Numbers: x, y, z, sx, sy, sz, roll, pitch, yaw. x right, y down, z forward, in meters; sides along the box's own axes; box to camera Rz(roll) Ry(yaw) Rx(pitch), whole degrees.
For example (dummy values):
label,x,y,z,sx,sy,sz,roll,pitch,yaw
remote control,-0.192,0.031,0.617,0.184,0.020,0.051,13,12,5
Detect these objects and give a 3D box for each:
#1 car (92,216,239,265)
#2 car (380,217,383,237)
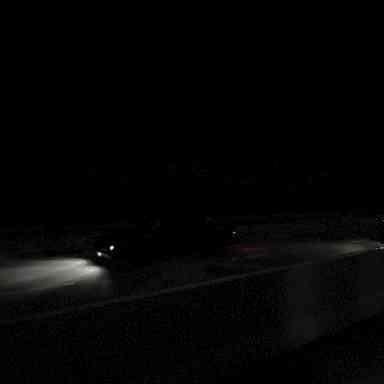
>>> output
label,x,y,z,sx,sy,sz,roll,pitch,yaw
car,-0.748,1.593,12.057,5.357,1.411,2.033,1,0,-35
car,11.661,1.364,16.606,5.566,2.045,2.150,1,0,-36
